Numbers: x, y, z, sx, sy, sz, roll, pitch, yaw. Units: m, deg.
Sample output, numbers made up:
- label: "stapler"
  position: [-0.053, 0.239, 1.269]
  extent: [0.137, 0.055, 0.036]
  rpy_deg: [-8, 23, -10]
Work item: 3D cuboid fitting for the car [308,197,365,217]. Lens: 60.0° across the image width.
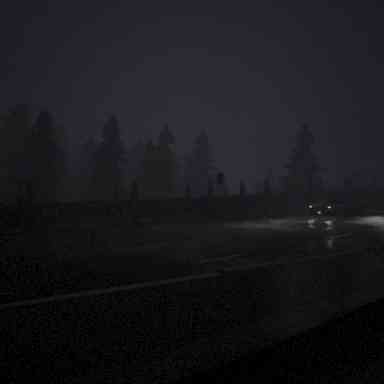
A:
- label: "car"
  position: [10.680, 1.058, 24.506]
  extent: [4.718, 1.301, 1.895]
  rpy_deg: [-2, 1, -35]
